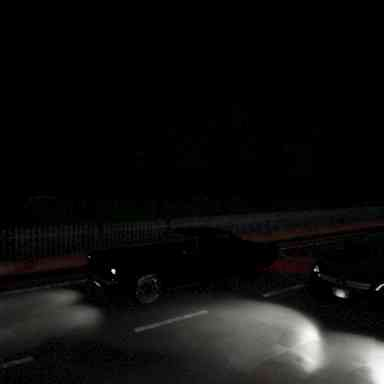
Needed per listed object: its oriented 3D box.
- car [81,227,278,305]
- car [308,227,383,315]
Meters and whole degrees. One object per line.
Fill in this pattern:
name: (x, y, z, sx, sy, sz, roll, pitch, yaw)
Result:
car: (-0.145, 1.579, 8.142, 4.718, 1.301, 1.895, 0, 0, -35)
car: (4.488, 1.488, 7.115, 4.674, 1.442, 1.812, 0, 0, -35)
